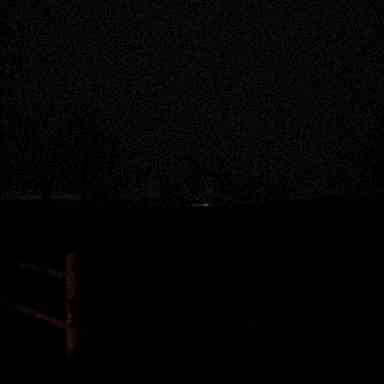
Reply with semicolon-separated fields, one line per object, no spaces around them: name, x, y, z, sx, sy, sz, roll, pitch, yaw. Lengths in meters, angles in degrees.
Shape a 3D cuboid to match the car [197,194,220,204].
car;2.654;1.090;52.332;1.837;1.490;4.892;-2;-1;35
